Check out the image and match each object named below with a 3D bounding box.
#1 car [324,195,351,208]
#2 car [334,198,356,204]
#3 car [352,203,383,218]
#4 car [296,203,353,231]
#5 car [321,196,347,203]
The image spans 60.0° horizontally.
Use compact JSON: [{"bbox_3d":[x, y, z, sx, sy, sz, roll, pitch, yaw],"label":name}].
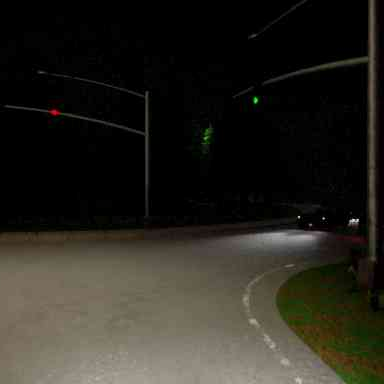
[{"bbox_3d":[20.825,1.324,47.770,2.097,1.767,4.553,0,0,2],"label":"car"},{"bbox_3d":[13.792,1.537,29.148,1.994,1.385,4.181,0,0,22],"label":"car"},{"bbox_3d":[10.675,1.478,17.991,4.892,1.490,1.837,0,1,-44],"label":"car"},{"bbox_3d":[8.297,1.574,20.809,1.895,1.301,4.718,0,0,41],"label":"car"},{"bbox_3d":[16.496,1.478,39.071,1.837,1.490,4.892,0,0,8],"label":"car"}]
